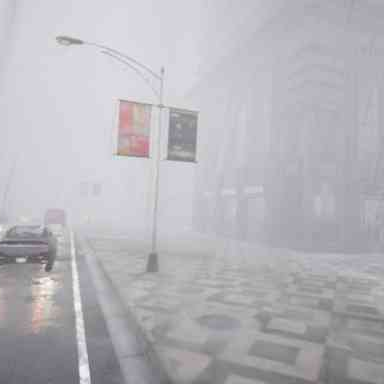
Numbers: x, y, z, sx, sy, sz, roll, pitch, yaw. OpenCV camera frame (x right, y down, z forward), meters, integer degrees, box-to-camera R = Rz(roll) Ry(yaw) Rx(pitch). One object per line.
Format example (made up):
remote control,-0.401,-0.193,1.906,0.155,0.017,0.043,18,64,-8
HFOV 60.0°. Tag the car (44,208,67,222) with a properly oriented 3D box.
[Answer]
car,-15.485,2.888,37.744,2.150,2.045,5.566,4,-4,-20

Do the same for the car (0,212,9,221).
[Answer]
car,-23.008,3.030,39.292,1.895,1.301,4.718,4,-4,-20

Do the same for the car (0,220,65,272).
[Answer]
car,-6.201,2.029,12.735,2.128,1.511,4.902,4,-4,-20
